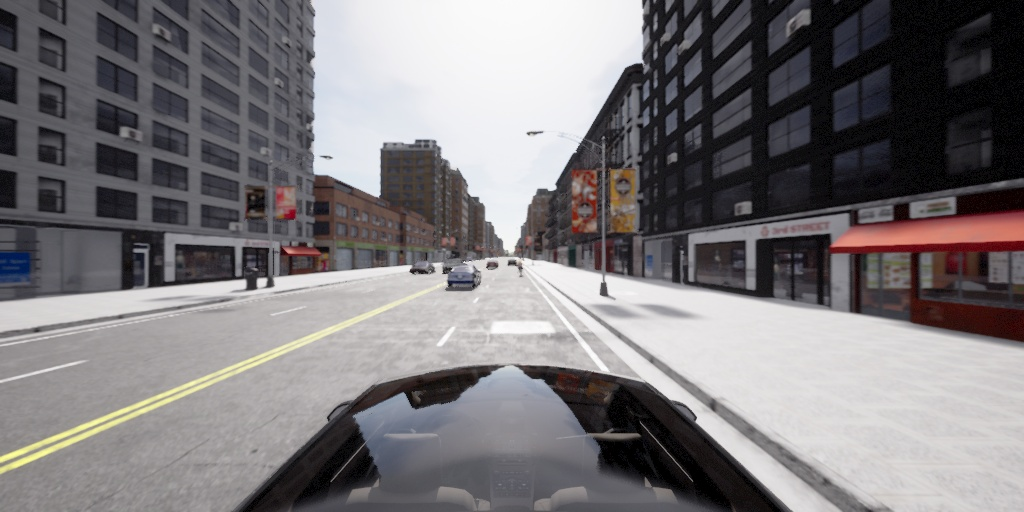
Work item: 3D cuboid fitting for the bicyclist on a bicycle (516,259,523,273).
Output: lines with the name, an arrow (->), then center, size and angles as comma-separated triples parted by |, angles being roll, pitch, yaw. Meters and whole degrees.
bicyclist on a bicycle -> 0.914, 1.186, 43.956 | 0.866, 1.612, 1.509 | 0, 0, 0

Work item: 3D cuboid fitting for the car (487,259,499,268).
car -> -3.131, 1.268, 58.764 | 1.812, 1.442, 4.674 | 0, 0, 0

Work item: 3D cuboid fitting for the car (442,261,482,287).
car -> -3.143, 1.297, 24.249 | 2.033, 1.411, 5.357 | 0, 0, 0

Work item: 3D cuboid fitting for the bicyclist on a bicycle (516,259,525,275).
bicyclist on a bicycle -> 0.884, 1.186, 35.628 | 0.866, 1.612, 1.509 | 0, 0, 0

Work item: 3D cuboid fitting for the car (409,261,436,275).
car -> -9.824, 1.297, 39.808 | 2.033, 1.411, 5.357 | 0, 0, 0

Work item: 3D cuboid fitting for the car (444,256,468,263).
car -> -6.569, 1.100, 40.570 | 2.097, 1.767, 4.553 | 0, 0, 0
